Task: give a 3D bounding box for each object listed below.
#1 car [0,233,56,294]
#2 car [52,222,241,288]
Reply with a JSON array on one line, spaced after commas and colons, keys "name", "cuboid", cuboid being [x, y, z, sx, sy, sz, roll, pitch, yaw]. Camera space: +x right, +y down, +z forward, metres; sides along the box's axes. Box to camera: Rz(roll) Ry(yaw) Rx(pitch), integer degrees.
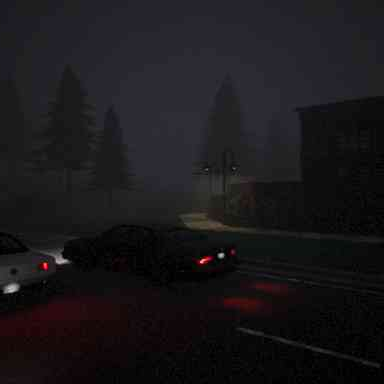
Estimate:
[{"name": "car", "cuboid": [-5.330, 1.601, 7.796, 4.718, 1.301, 1.895, 0, 0, 36]}, {"name": "car", "cuboid": [-1.345, 1.547, 9.252, 5.357, 1.411, 2.033, 0, 0, 35]}]
